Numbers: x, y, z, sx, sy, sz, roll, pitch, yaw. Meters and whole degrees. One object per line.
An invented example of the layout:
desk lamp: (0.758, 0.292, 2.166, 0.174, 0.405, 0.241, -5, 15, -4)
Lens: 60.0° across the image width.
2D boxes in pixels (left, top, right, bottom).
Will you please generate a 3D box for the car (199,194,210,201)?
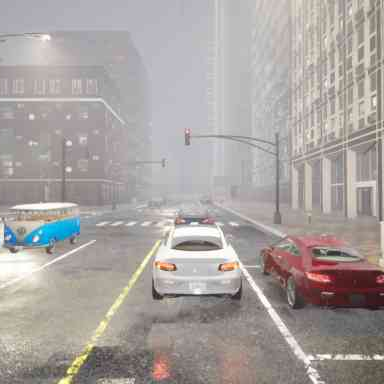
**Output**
car: (2.691, 1.329, 62.423, 2.192, 1.841, 5.009, 1, 0, 0)

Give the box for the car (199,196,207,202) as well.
car: (2.682, 1.599, 79.387, 1.802, 1.307, 4.206, 1, 0, 0)

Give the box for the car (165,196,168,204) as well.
car: (-5.692, 1.564, 56.764, 2.008, 1.369, 4.403, 1, 0, 0)

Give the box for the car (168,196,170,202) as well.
car: (-5.693, 1.580, 62.419, 1.947, 1.339, 4.313, 1, 0, 0)

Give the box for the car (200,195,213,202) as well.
car: (2.688, 1.595, 56.768, 1.802, 1.307, 4.206, 1, 0, 0)

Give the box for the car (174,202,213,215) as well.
car: (0.072, 1.509, 17.386, 2.163, 1.488, 4.792, 0, 0, -1)

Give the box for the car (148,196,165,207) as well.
car: (-5.690, 1.563, 51.109, 2.008, 1.369, 4.403, 1, 0, 0)

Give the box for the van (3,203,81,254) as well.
van: (-5.765, 1.345, 13.193, 1.690, 1.788, 3.998, 1, 0, 0)

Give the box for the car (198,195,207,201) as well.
car: (2.681, 1.569, 85.042, 2.008, 1.369, 4.403, 1, 0, 0)

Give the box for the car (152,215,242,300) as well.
car: (0.103, 1.528, 8.273, 1.812, 1.442, 4.674, 0, 0, 0)

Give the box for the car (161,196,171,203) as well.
car: (-5.696, 1.598, 73.728, 1.802, 1.307, 4.206, 1, 0, 0)

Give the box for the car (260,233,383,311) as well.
car: (2.699, 1.584, 7.511, 1.802, 1.307, 4.206, 1, 0, 0)
